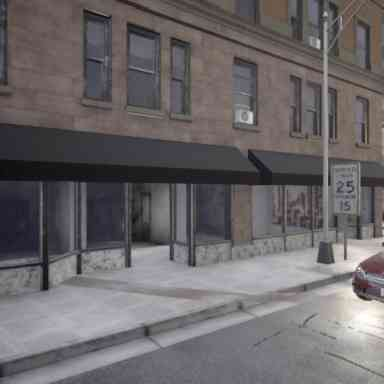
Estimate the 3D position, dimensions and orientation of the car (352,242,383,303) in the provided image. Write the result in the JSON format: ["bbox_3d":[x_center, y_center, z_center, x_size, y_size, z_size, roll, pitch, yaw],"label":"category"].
[{"bbox_3d":[5.373,1.524,7.155,4.674,1.442,1.812,0,0,-35],"label":"car"}]

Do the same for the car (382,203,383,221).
[{"bbox_3d":[13.651,1.521,23.689,1.812,1.442,4.674,0,0,-37],"label":"car"}]
